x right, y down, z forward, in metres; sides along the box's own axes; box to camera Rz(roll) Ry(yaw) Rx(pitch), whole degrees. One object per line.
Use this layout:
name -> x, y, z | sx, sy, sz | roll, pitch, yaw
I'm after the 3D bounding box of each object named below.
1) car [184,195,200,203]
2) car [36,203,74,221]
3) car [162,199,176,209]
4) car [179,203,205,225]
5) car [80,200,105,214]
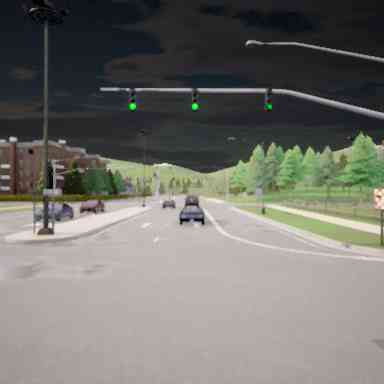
car -> -0.002, 1.466, 50.790 | 2.150, 2.045, 5.566 | 0, 0, 0
car -> -11.582, 1.662, 28.545 | 1.812, 1.442, 4.674 | 0, 0, 0
car -> -3.501, 1.736, 50.892 | 2.128, 1.511, 4.902 | 0, 0, 0
car -> -0.001, 1.723, 25.339 | 1.895, 1.301, 4.718 | 0, 0, 0
car -> -11.559, 1.664, 38.897 | 1.882, 1.535, 5.008 | 0, 0, 0
